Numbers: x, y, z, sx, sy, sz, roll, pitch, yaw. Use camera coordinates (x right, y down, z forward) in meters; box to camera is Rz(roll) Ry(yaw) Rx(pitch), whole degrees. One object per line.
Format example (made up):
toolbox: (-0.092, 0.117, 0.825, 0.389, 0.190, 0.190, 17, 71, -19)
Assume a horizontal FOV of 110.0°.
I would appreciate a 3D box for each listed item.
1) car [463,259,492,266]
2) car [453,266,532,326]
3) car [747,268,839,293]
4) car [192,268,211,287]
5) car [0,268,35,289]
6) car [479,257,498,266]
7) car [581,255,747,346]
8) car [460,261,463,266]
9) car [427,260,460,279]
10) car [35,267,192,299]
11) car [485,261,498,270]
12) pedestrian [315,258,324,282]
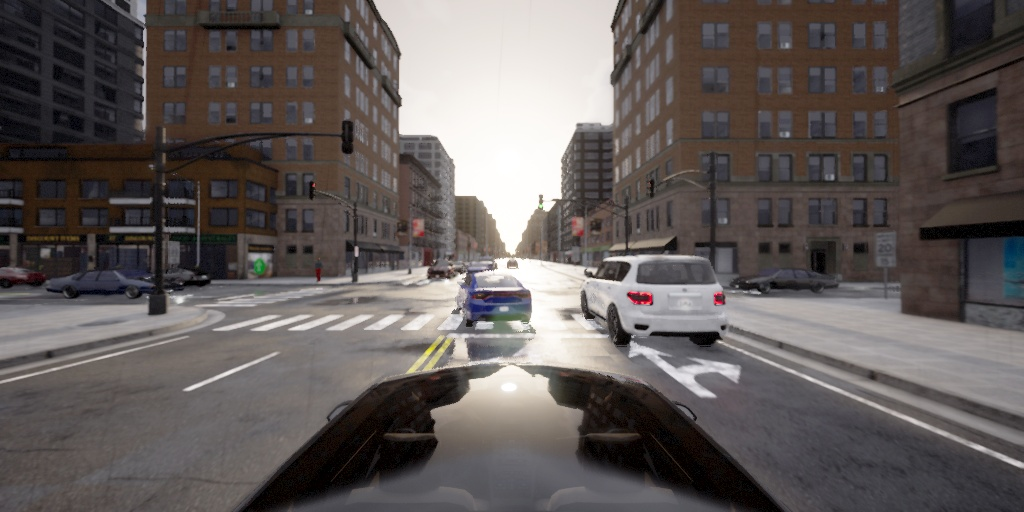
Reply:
car: (-3.343, 1.334, 35.691, 1.882, 1.535, 5.008, 0, 0, 0)
car: (-0.760, 1.260, 11.997, 1.882, 1.535, 5.008, 0, 0, -13)
car: (15.845, 1.399, 20.982, 5.357, 1.411, 2.033, 0, 0, 0)
car: (-22.120, 1.398, 23.368, 4.313, 1.339, 1.948, 0, 0, 0)
car: (-33.142, 1.412, 23.427, 4.207, 1.307, 1.802, 0, 0, 0)
car: (-3.335, 1.107, 45.625, 2.150, 2.045, 5.566, 0, 0, 0)
car: (3.348, 0.998, 9.596, 2.150, 2.045, 5.566, 0, 0, 0)
car: (-6.586, 1.383, 43.005, 1.837, 1.490, 4.892, 0, 0, 1)
car: (-6.592, 1.203, 33.954, 2.097, 1.767, 4.553, 0, 0, 0)
car: (-19.644, 1.342, 17.872, 5.357, 1.411, 2.033, 0, 0, 0)
car: (-3.287, 1.524, 58.558, 1.895, 1.301, 4.718, 0, 0, 1)
pedestrian: (-14.137, 0.997, 26.206, 0.375, 1.860, 0.375, 0, 0, 0)
